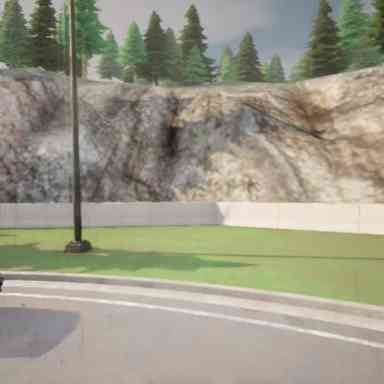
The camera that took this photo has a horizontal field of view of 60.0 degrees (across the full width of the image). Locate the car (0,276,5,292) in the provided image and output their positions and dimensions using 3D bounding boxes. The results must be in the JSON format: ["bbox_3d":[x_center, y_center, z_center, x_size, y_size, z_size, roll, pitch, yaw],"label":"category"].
[{"bbox_3d":[-6.088,1.487,5.457,5.357,1.411,2.033,-1,1,2],"label":"car"}]
